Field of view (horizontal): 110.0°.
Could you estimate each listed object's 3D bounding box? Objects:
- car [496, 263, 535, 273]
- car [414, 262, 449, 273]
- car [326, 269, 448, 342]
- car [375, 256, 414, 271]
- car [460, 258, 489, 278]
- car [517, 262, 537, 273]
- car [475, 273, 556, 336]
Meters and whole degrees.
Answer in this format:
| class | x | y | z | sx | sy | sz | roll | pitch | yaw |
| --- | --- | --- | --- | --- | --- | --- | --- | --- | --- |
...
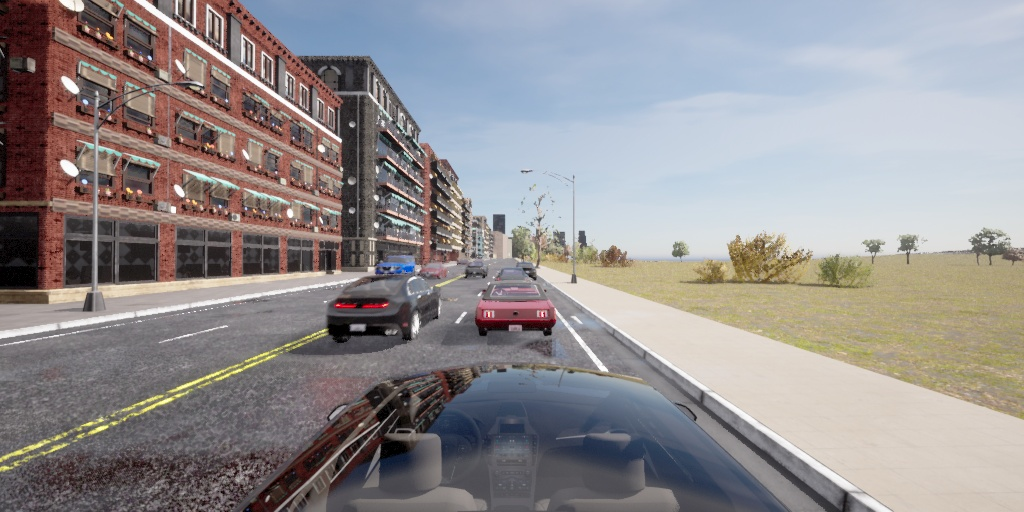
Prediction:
| class | x | y | z | sx | sy | sz | roll | pitch | yaw |
| --- | --- | --- | --- | --- | --- | --- | --- | --- | --- |
| car | 0.042 | 1.318 | 20.391 | 1.994 | 1.385 | 4.181 | 0 | 0 | 0 |
| car | -6.677 | 1.281 | 30.705 | 1.812 | 1.442 | 4.674 | 0 | 0 | 0 |
| car | -3.173 | 1.254 | 9.784 | 1.837 | 1.490 | 4.892 | 0 | -1 | 0 |
| car | -9.928 | 0.977 | 31.049 | 2.150 | 2.045 | 5.566 | 0 | 0 | 0 |
| car | -3.233 | 1.248 | 33.536 | 2.128 | 1.511 | 4.902 | 0 | 0 | 0 |
| car | 1.062 | 1.261 | 30.384 | 1.837 | 1.490 | 4.892 | 0 | 0 | 0 |
| car | 0.078 | 1.353 | 10.360 | 1.895 | 1.301 | 4.718 | 0 | 0 | 0 |
